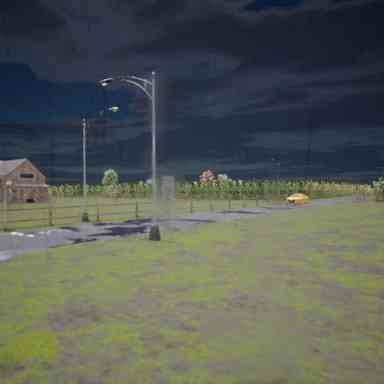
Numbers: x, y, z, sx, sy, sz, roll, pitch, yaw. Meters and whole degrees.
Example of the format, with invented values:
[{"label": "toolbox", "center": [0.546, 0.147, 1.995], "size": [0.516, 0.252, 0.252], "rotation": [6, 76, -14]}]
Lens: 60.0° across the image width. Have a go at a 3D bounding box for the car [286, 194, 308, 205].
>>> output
[{"label": "car", "center": [15.543, 1.030, 49.017], "size": [1.882, 1.535, 5.008], "rotation": [0, 0, 37]}]
